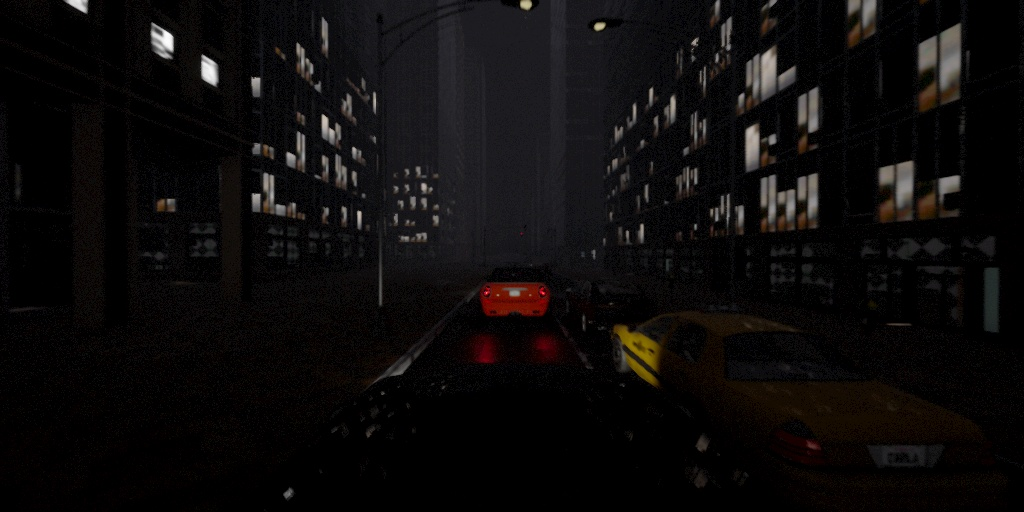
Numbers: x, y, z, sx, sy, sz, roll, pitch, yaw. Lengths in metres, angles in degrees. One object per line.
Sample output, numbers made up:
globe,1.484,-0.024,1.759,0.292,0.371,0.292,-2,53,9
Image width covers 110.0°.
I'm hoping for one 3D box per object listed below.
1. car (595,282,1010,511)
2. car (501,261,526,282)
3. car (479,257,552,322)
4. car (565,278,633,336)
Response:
car,2.566,1.261,4.656,1.751,1.417,4.829,0,0,0
car,0.097,1.135,28.450,1.812,1.442,4.674,0,0,0
car,0.086,1.049,12.176,2.097,1.767,4.553,0,0,0
car,2.568,1.258,10.038,2.007,1.370,4.403,0,0,0
